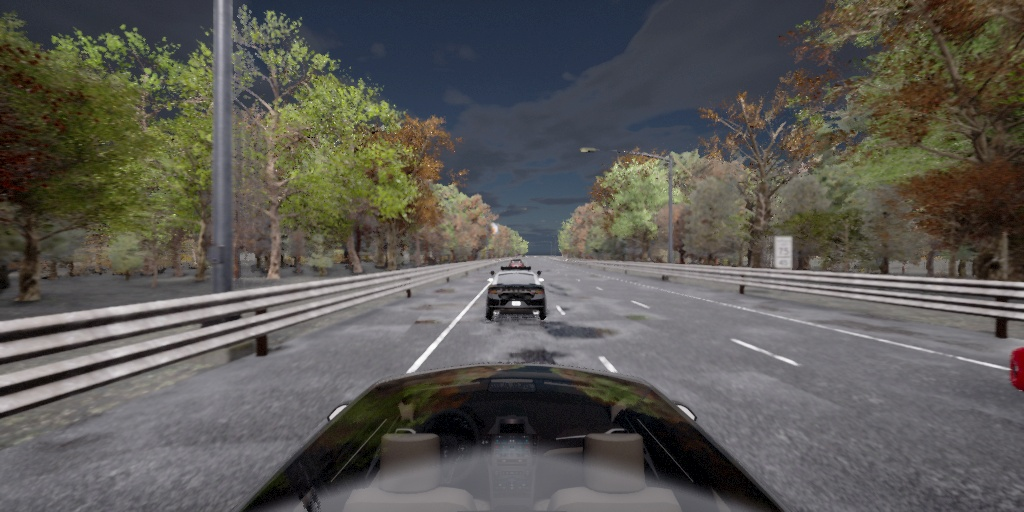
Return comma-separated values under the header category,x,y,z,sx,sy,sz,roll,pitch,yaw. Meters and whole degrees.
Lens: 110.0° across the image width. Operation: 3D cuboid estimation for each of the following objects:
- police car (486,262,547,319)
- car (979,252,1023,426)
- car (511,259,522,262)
category,x,y,z,sx,sy,sz,roll,pitch,yaw
police car,0.140,1.175,13.014,1.930,1.638,5.238,0,0,0
car,7.100,0.972,1.843,2.150,2.045,5.566,0,0,0
car,0.563,1.177,44.633,2.033,1.649,4.856,0,0,1
